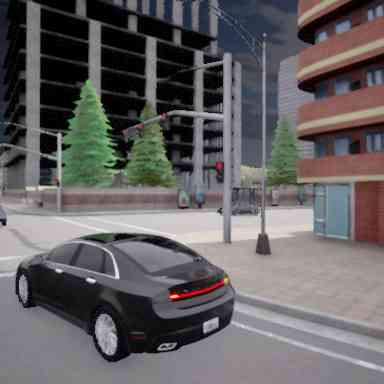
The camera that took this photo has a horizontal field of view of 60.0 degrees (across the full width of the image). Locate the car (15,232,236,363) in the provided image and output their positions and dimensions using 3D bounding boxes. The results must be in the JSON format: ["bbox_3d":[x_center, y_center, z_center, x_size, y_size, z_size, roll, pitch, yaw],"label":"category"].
[{"bbox_3d":[-1.512,1.485,5.966,4.892,1.490,1.837,0,0,43],"label":"car"}]

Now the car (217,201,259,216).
[{"bbox_3d":[4.453,1.585,32.250,4.181,1.385,1.994,0,0,-33],"label":"car"}]

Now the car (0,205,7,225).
[{"bbox_3d":[-13.694,1.483,22.487,2.033,1.411,5.357,0,0,-34],"label":"car"}]
